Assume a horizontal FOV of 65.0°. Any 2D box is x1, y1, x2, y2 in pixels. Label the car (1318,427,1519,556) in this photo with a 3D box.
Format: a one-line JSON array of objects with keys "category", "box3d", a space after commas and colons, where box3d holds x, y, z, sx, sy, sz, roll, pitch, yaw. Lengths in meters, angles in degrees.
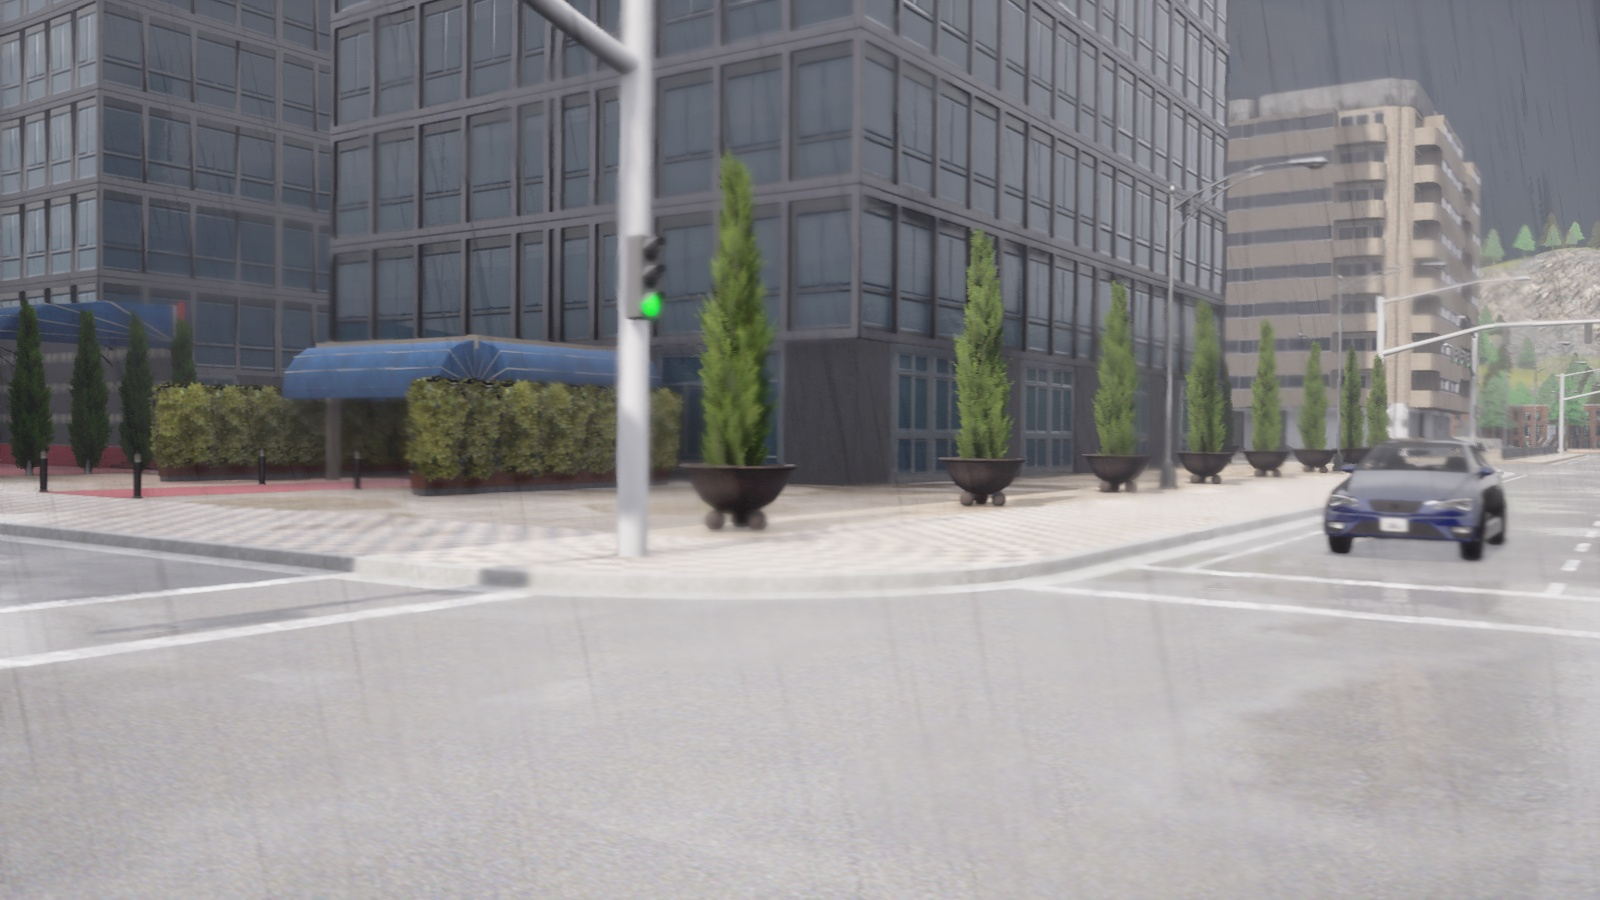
[{"category": "car", "box3d": [8.303, 0.442, 16.662, 1.816, 1.474, 4.193, 0, 1, 34]}]
